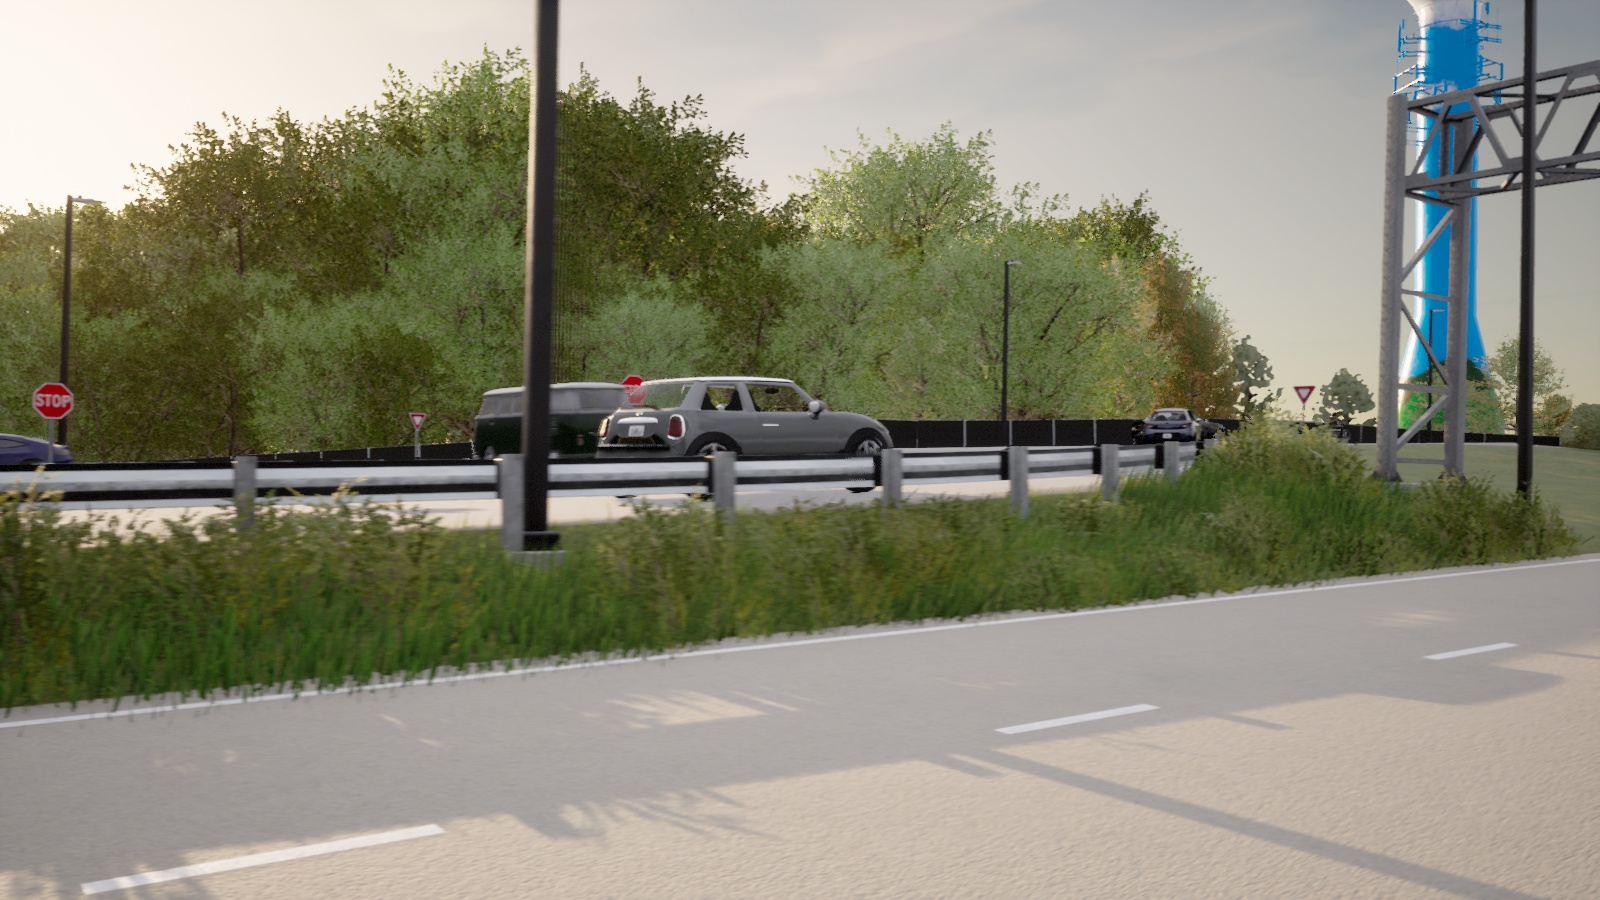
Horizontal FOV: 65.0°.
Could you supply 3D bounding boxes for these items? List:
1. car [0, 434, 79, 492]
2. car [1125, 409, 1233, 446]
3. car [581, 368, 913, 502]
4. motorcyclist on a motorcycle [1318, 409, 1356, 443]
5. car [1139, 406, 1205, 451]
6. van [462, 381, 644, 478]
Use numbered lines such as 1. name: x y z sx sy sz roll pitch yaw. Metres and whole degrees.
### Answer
1. car: -21.832 0.409 33.110 4.674 1.442 1.812 -4 2 -35
2. car: 16.729 -1.000 55.299 5.008 1.535 1.882 -1 1 -36
3. car: -0.588 -0.206 15.835 3.806 1.475 1.970 -2 1 -44
4. motorcyclist on a motorcycle: 26.800 -1.192 62.642 2.350 1.649 0.766 -1 0 -40
5. car: 12.882 -0.758 43.375 1.816 1.474 4.193 0 1 22
6. van: -5.574 -0.427 27.977 1.775 1.987 4.442 -3 1 -44
